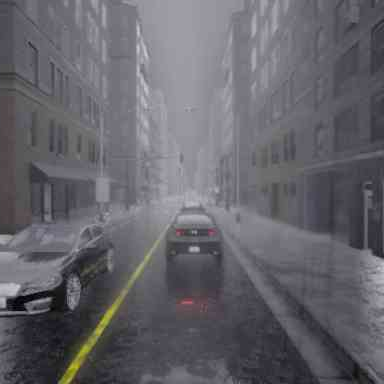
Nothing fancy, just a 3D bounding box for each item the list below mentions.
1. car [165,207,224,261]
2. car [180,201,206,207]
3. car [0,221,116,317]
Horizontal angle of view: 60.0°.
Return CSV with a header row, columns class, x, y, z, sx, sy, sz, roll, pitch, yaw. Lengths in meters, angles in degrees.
class,x,y,z,sx,sy,sz,roll,pitch,yaw
car,0.093,1.469,12.074,1.837,1.490,4.892,0,-1,0
car,0.092,1.417,25.951,1.882,1.535,5.008,0,0,0
car,-3.099,1.471,7.684,2.128,1.511,4.902,0,0,0
